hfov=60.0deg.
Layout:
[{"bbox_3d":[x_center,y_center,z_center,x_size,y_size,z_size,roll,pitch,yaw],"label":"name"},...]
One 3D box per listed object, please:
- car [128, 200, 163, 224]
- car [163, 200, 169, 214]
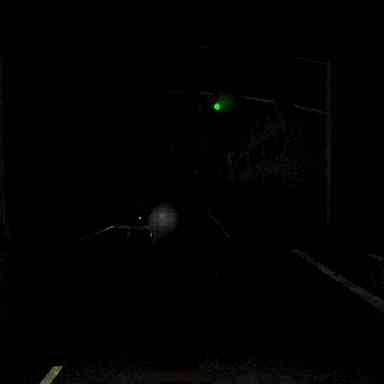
[{"bbox_3d":[-3.490,1.501,24.914,1.837,1.490,4.892,0,0,0],"label":"car"},{"bbox_3d":[-3.439,1.543,35.250,2.033,1.411,5.357,0,0,0],"label":"car"}]
